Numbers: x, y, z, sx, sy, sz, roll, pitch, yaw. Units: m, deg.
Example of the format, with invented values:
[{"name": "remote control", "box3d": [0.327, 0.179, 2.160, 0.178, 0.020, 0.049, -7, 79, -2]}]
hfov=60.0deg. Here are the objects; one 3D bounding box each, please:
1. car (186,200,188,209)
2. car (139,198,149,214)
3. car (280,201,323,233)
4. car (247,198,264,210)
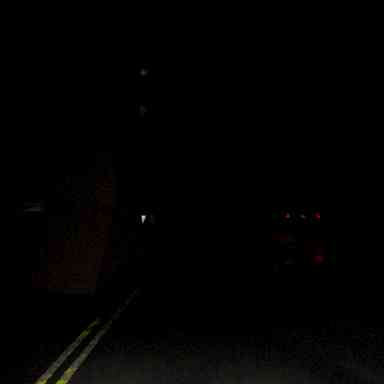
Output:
[{"name": "car", "box3d": [0.124, 1.510, 39.793, 1.895, 1.301, 4.718, 0, 0, 14]}, {"name": "car", "box3d": [-4.892, 1.411, 33.947, 1.837, 1.490, 4.892, 0, 0, 14]}, {"name": "car", "box3d": [6.358, 1.328, 19.714, 2.097, 1.767, 4.553, 0, 0, 13]}, {"name": "car", "box3d": [7.769, 1.457, 40.850, 1.812, 1.442, 4.674, 0, 0, 14]}]
